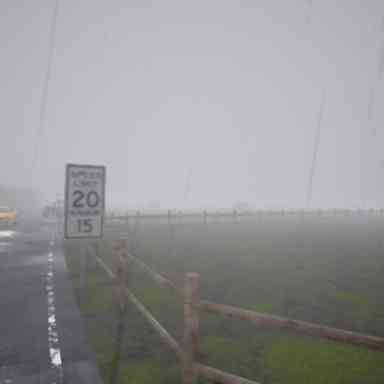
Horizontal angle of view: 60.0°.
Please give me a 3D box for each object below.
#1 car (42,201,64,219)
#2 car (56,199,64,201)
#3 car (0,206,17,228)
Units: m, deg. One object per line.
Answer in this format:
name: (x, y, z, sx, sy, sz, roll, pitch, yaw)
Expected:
car: (-15.516, 2.137, 37.250, 1.837, 1.490, 4.892, 2, -1, -17)
car: (-18.664, 2.067, 48.273, 2.150, 2.045, 5.566, 2, -1, -15)
car: (-14.773, 1.827, 25.545, 1.882, 1.535, 5.008, 2, -2, -19)
